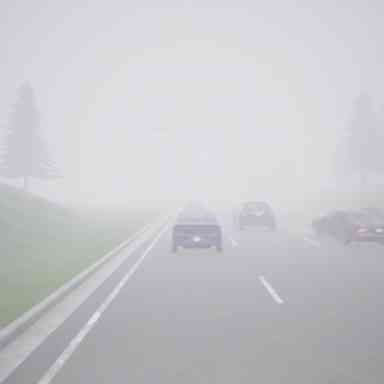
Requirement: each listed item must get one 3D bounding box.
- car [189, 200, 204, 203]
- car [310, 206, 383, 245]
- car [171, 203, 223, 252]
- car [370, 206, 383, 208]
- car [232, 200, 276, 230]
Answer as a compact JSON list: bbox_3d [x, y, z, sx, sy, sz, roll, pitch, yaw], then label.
[{"bbox_3d":[0.321,1.485,31.979,1.994,1.385,4.181,0,0,0],"label":"car"},{"bbox_3d":[7.198,1.518,15.266,2.033,1.411,5.357,0,0,0],"label":"car"},{"bbox_3d":[0.188,1.443,13.811,1.882,1.535,5.008,0,0,0],"label":"car"},{"bbox_3d":[10.728,1.513,19.109,2.033,1.411,5.357,0,0,0],"label":"car"},{"bbox_3d":[3.740,1.305,20.836,2.097,1.767,4.553,0,0,0],"label":"car"}]
